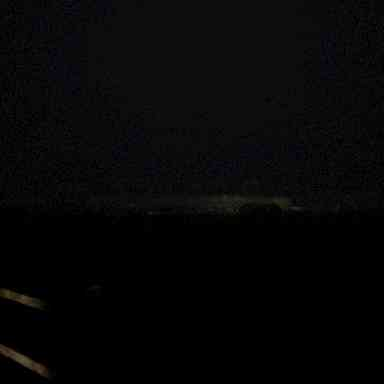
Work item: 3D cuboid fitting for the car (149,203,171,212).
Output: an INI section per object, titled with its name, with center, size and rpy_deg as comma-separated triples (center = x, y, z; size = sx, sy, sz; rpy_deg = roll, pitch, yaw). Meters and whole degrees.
[car]
center = -6.151, 3.010, 64.343
size = 2.097, 1.767, 4.553
rpy_deg = 0, -1, 35
